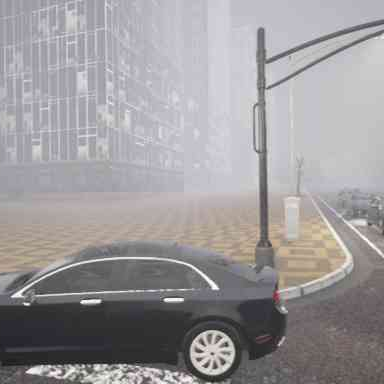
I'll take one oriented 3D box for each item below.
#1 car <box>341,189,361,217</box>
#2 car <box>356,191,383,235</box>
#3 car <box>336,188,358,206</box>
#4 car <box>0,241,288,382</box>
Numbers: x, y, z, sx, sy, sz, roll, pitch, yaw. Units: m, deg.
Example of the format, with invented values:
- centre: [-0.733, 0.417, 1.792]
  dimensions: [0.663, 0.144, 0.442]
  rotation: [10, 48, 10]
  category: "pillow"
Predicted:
- centre: [10.895, 0.758, 20.795]
  dimensions: [1.994, 1.385, 4.181]
  rotation: [-1, 2, 17]
  category: "car"
- centre: [8.882, 0.927, 14.489]
  dimensions: [2.128, 1.511, 4.902]
  rotation: [-1, 2, 18]
  category: "car"
- centre: [12.854, 0.453, 26.870]
  dimensions: [2.128, 1.511, 4.902]
  rotation: [-1, 2, 18]
  category: "car"
- centre: [-1.153, 1.506, 4.795]
  dimensions: [4.892, 1.490, 1.837]
  rotation: [0, 0, 0]
  category: "car"
